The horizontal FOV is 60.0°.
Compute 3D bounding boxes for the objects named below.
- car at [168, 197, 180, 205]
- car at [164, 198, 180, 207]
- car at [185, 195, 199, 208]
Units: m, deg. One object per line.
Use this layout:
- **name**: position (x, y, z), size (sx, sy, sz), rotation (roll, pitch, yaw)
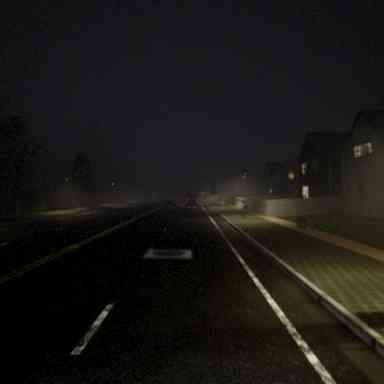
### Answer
- **car**: position (-3.223, 1.680, 61.055), size (1.895, 1.301, 4.718), rotation (0, 0, 0)
- **car**: position (-3.226, 1.658, 50.819), size (1.895, 1.301, 4.718), rotation (0, 0, 0)
- **car**: position (0.023, 1.621, 50.228), size (1.994, 1.385, 4.181), rotation (0, 0, 0)
